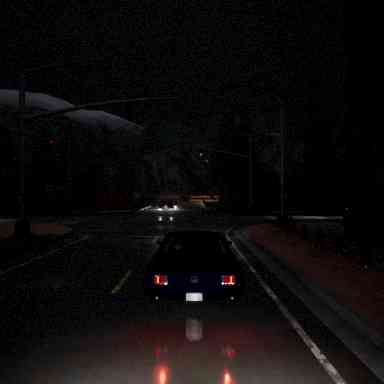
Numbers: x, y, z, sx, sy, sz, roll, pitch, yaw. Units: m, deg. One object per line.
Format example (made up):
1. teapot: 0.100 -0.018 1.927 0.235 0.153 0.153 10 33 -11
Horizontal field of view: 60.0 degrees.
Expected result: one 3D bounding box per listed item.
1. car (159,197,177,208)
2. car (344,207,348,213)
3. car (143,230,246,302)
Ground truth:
1. car: -3.548 1.526 47.263 1.812 1.442 4.674 0 0 0
2. car: 16.240 1.616 29.644 4.718 1.301 1.895 0 0 -1
3. car: 0.066 1.601 8.204 1.895 1.301 4.718 0 0 0
